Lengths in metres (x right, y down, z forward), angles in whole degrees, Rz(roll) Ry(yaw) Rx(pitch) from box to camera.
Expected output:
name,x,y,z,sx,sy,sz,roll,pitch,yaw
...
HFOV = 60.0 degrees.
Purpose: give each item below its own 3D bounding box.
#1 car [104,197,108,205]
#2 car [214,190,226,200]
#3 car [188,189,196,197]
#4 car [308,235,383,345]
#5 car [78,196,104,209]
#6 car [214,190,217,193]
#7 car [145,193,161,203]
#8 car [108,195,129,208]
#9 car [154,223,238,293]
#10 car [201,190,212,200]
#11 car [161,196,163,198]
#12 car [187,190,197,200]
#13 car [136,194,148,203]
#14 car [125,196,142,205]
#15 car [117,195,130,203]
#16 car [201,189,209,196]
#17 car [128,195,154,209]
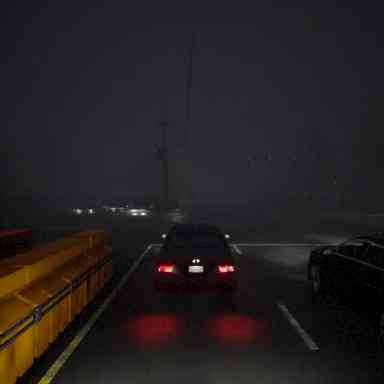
name,x,y,z,sx,sy,sz,roll,pitch,yaw
car,-14.003,1.547,55.141,2.033,1.411,5.357,0,0,0
car,7.016,0.997,78.908,1.994,1.385,4.181,0,4,0
car,-0.021,0.116,88.533,1.882,1.535,5.008,0,7,0
car,3.577,1.492,5.811,2.128,1.511,4.902,0,0,0
car,-14.024,1.352,45.642,2.097,1.767,4.553,0,0,0
car,6.979,0.138,88.563,1.837,1.490,4.892,0,7,0
car,-7.001,1.222,55.988,2.150,2.045,5.566,0,0,0
car,-10.516,1.547,49.708,2.033,1.411,5.357,0,0,0
car,0.096,1.547,8.990,2.033,1.411,5.357,0,0,0
car,3.517,0.821,78.603,2.097,1.767,4.553,0,4,0
car,-6.945,1.437,68.960,2.033,1.411,5.357,0,1,0
car,0.018,0.970,78.509,1.837,1.490,4.892,0,4,0
car,-10.450,1.345,70.034,1.882,1.535,5.008,0,1,0
car,-10.492,1.547,59.774,2.033,1.411,5.357,0,0,0
car,-13.941,1.426,67.933,1.837,1.490,4.892,0,1,0
car,3.479,0.190,88.555,1.994,1.385,4.181,0,7,0
car,-6.991,1.491,46.040,2.128,1.511,4.902,0,0,-1
